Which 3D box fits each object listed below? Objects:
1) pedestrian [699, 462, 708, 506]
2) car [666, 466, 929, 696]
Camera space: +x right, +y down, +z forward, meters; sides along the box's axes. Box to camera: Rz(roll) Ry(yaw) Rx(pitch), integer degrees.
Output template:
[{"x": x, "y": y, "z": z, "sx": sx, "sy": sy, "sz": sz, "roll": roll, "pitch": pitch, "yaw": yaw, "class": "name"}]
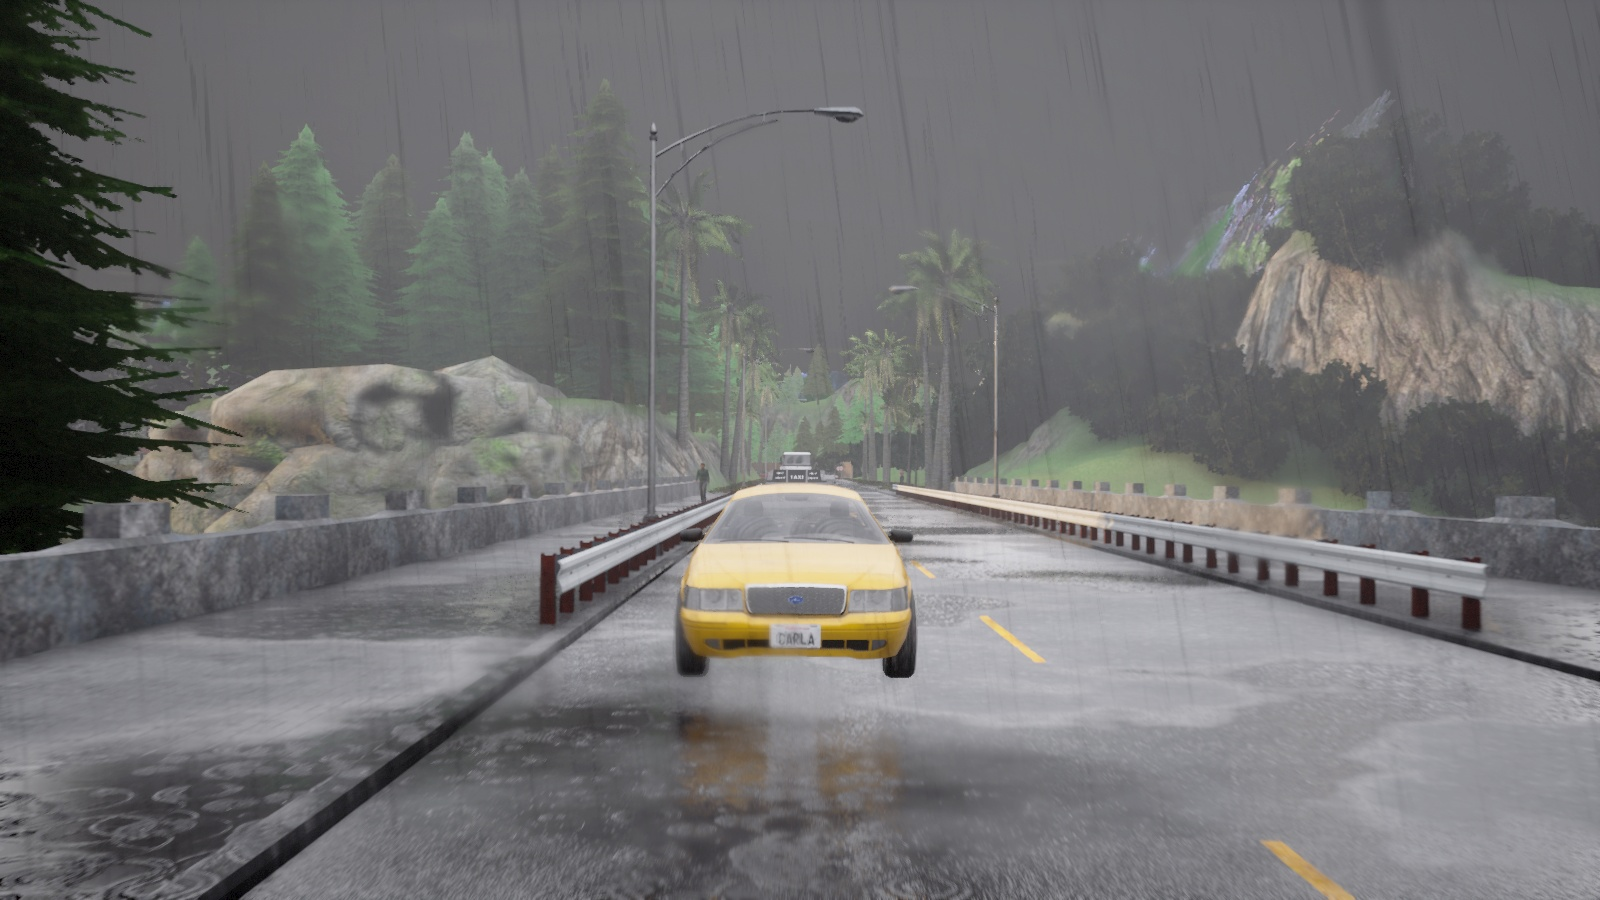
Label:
[{"x": -4.125, "y": 1.439, "z": 53.629, "sx": 0.353, "sy": 1.847, "sz": 0.614, "roll": 0, "pitch": -1, "yaw": 0, "class": "pedestrian"}, {"x": -0.025, "y": 0.943, "z": 11.338, "sx": 1.801, "sy": 1.575, "sz": 5.366, "roll": 0, "pitch": -1, "yaw": 0, "class": "car"}]
